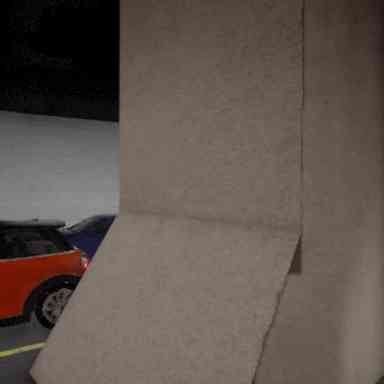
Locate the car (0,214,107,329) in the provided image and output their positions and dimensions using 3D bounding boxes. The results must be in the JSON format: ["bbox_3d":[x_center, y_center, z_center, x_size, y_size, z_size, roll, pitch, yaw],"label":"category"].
[{"bbox_3d":[-3.951,1.273,5.205,4.553,1.767,2.097,0,1,-33],"label":"car"}]

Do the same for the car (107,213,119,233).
[{"bbox_3d":[-2.648,1.398,10.126,4.674,1.442,1.812,0,1,-28],"label":"car"}]
